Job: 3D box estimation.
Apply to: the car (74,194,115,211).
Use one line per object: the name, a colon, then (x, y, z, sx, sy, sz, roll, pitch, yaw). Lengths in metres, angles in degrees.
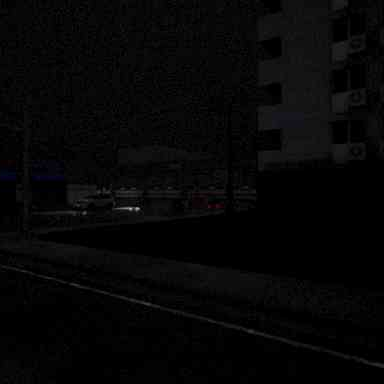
car: (-12.019, 1.222, 41.384, 2.150, 2.045, 5.566, 0, 0, 28)

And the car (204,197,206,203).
car: (3.835, 1.352, 67.370, 2.097, 1.767, 4.553, 0, 0, -8)

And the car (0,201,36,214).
car: (-17.969, 1.601, 32.505, 1.895, 1.301, 4.718, 0, 0, 35)

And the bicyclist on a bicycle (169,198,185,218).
bicyclist on a bicycle: (-1.250, 1.301, 27.342, 1.656, 1.620, 0.582, 0, 0, 36)

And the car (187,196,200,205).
car: (0.352, 1.564, 59.102, 1.994, 1.385, 4.181, 0, 0, 4)

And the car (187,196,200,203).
car: (0.293, 1.564, 67.513, 1.994, 1.385, 4.181, 0, 0, -8)

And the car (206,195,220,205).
car: (3.825, 1.526, 58.512, 1.812, 1.442, 4.674, 0, 0, 4)

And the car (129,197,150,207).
car: (-8.087, 1.492, 51.276, 2.128, 1.511, 4.902, 0, 0, 14)
